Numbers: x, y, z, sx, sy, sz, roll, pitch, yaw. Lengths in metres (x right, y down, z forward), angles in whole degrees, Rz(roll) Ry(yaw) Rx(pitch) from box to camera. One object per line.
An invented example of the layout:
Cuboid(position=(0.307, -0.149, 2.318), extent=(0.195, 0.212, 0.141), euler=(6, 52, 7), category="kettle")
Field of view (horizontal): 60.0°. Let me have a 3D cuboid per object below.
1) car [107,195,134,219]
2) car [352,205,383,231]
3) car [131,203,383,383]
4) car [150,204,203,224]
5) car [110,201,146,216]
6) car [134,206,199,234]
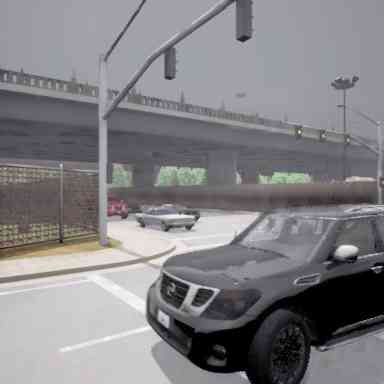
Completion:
Cuboid(position=(-7.435, 1.273, 28.860), extent=(2.150, 2.045, 5.566), euler=(0, 0, -36), category="car")
Cuboid(position=(12.497, 1.562, 19.380), extent=(2.033, 1.411, 5.357), euler=(0, 0, -36), category="car")
Cuboid(position=(2.084, 1.234, 5.411), extent=(5.566, 2.045, 2.150), euler=(1, -1, -28), category="car")
Cuboid(position=(-1.327, 1.653, 26.338), extent=(1.895, 1.301, 4.718), euler=(0, 0, -36), category="car")
Cuboid(position=(-6.575, 1.615, 33.676), extent=(1.994, 1.385, 4.181), euler=(0, 0, -36), category="car")
Cuboid(position=(-1.753, 1.654, 20.916), extent=(1.895, 1.301, 4.718), euler=(0, 0, -36), category="car")
